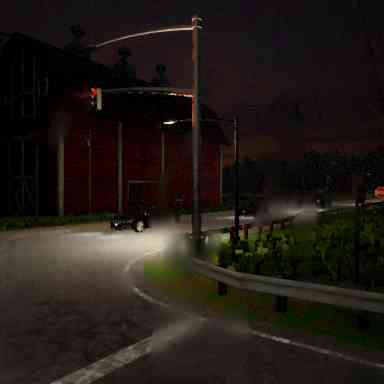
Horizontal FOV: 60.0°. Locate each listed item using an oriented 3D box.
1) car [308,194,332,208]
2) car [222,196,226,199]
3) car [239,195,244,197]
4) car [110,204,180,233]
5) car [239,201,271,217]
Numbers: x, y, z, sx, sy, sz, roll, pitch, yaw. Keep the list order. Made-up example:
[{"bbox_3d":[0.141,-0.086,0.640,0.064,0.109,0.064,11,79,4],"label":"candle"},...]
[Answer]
[{"bbox_3d":[18.851,1.244,48.895,2.150,2.045,5.566,0,0,37],"label":"car"},{"bbox_3d":[6.341,1.532,78.050,1.816,1.474,4.193,0,0,36],"label":"car"},{"bbox_3d":[12.940,1.547,89.158,1.784,1.438,3.905,0,0,36],"label":"car"},{"bbox_3d":[-2.704,1.531,20.137,1.837,1.490,4.892,0,0,37],"label":"car"},{"bbox_3d":[5.867,1.590,31.634,1.994,1.385,4.181,0,0,37],"label":"car"}]
